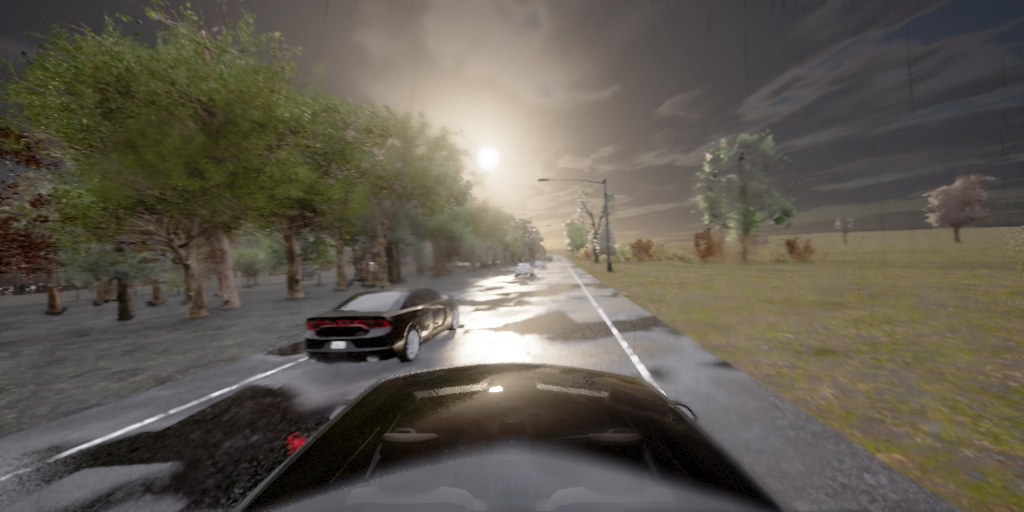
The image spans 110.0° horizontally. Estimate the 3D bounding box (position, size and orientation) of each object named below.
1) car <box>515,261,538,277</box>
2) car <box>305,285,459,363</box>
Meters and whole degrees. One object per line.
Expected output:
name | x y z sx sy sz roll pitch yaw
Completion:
car | 1.402 1.501 39.078 1.812 1.442 4.674 -3 0 8
car | -2.746 1.438 8.808 1.882 1.535 5.008 -3 -1 8
